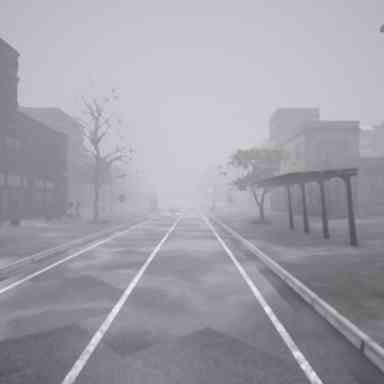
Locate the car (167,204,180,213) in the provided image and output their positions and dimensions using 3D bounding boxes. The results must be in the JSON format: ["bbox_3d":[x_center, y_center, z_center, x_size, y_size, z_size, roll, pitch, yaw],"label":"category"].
[{"bbox_3d":[-3.059,2.835,56.763,1.812,1.442,4.674,0,-1,0],"label":"car"}]
